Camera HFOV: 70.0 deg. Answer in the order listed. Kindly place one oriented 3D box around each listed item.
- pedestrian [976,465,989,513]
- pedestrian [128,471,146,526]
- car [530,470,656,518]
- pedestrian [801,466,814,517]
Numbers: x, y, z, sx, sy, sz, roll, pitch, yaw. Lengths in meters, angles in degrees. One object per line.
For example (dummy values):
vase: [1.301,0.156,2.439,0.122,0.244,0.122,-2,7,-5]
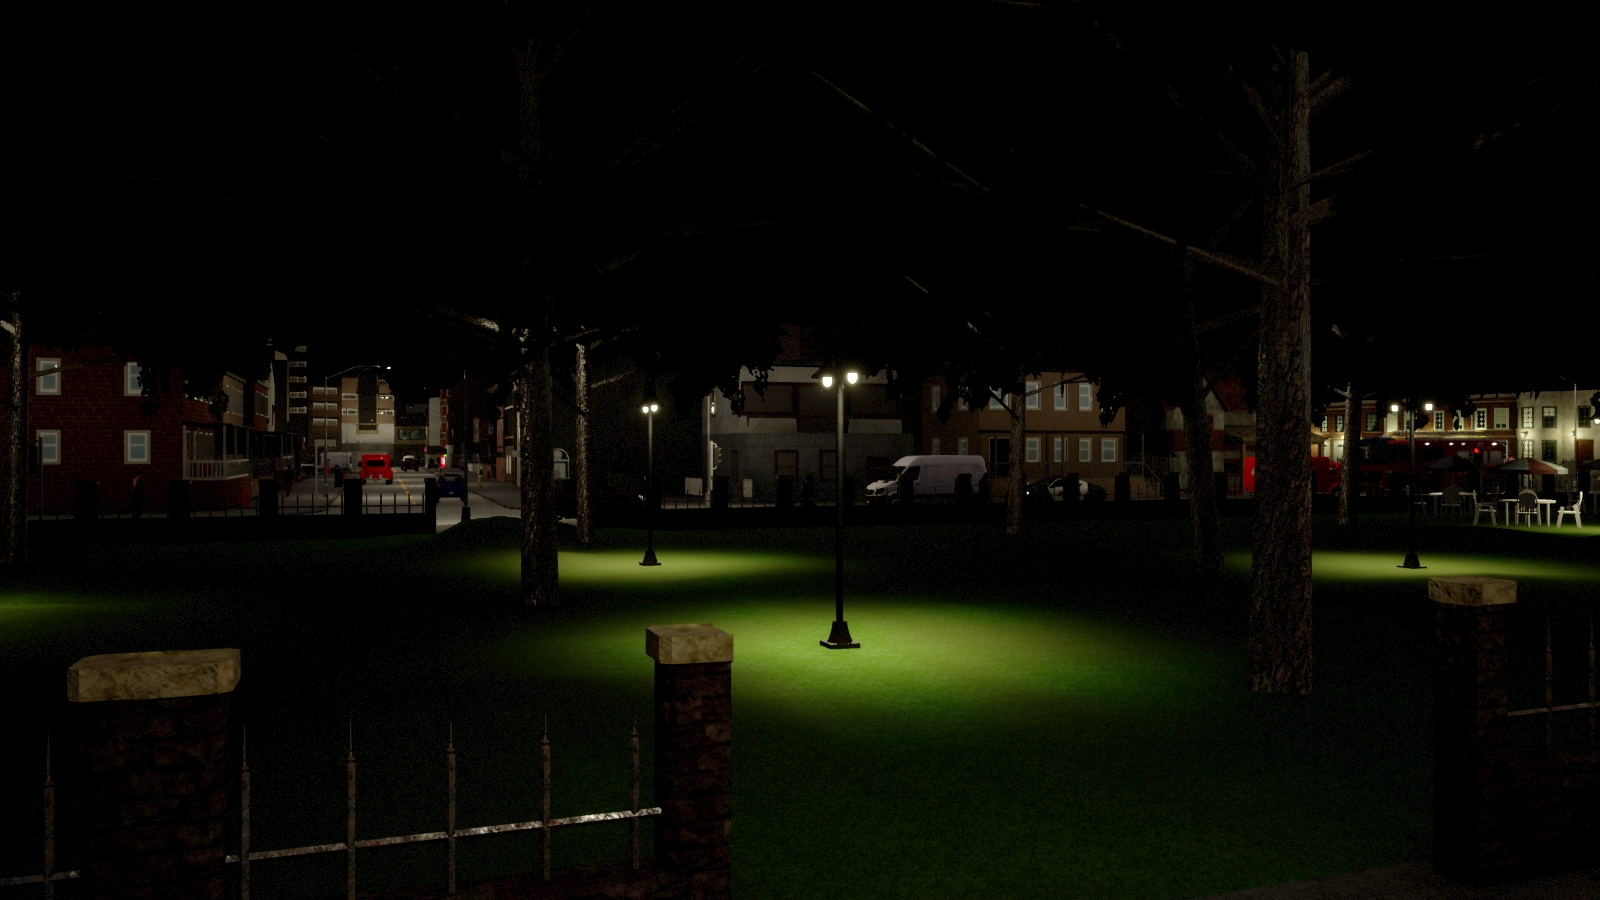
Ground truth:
pedestrian: [7.137,1.525,44.720,0.375,1.860,0.375,0,0,-19]
pedestrian: [-22.446,1.628,38.682,0.375,1.860,0.375,0,0,13]
car: [-8.135,1.686,44.805,4.553,1.767,2.097,0,0,-20]
pedestrian: [0.281,1.525,42.215,0.375,1.860,0.375,0,0,-19]
